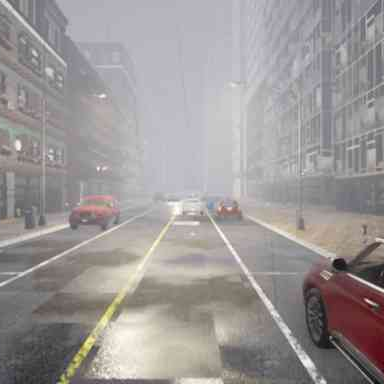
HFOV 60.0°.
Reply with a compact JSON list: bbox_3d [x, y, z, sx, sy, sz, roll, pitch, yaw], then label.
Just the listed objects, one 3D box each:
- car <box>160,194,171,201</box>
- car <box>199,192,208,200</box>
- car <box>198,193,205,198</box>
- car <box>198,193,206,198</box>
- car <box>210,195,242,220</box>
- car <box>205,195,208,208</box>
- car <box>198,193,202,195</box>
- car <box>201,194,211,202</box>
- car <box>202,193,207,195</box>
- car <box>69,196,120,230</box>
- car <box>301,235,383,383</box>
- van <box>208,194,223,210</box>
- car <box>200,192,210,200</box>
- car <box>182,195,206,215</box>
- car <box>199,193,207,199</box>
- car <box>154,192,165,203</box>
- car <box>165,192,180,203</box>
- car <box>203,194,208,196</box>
[{"bbox_3d":[-5.700,1.060,70.968,1.947,1.339,4.313,1,0,0],"label":"car"},{"bbox_3d":[2.681,0.892,76.618,1.967,1.590,4.097,1,0,0],"label":"car"},{"bbox_3d":[2.673,0.908,93.572,1.802,1.307,4.206,1,0,0],"label":"car"},{"bbox_3d":[2.676,0.919,87.921,2.008,1.369,4.403,1,0,0],"label":"car"},{"bbox_3d":[2.696,1.260,25.758,1.967,1.590,4.097,1,0,0],"label":"car"},{"bbox_3d":[2.690,1.306,37.062,1.947,1.339,4.313,1,0,0],"label":"car"},{"bbox_3d":[-0.013,1.132,52.670,2.163,1.488,4.792,0,0,0],"label":"car"},{"bbox_3d":[2.683,1.080,65.317,1.887,1.381,4.507,1,0,0],"label":"car"},{"bbox_3d":[2.684,1.143,59.666,1.947,1.339,4.313,1,0,0],"label":"car"},{"bbox_3d":[-5.681,1.175,20.106,2.192,1.841,5.009,1,0,0],"label":"car"},{"bbox_3d":[2.705,1.293,3.153,2.192,1.841,5.009,1,0,0],"label":"car"},{"bbox_3d":[2.696,1.121,31.409,1.690,1.788,3.998,1,0,0],"label":"van"},{"bbox_3d":[2.682,0.934,70.968,1.967,1.590,4.097,1,0,0],"label":"car"},{"bbox_3d":[0.065,1.307,31.204,1.812,1.442,4.674,0,1,0],"label":"car"},{"bbox_3d":[2.677,0.961,82.270,2.008,1.369,4.403,1,0,0],"label":"car"},{"bbox_3d":[-5.692,0.892,59.664,2.192,1.841,5.009,1,0,0],"label":"car"},{"bbox_3d":[-3.071,1.160,56.969,1.994,1.385,4.181,0,0,0],"label":"car"},{"bbox_3d":[2.689,1.266,42.713,1.947,1.339,4.313,1,0,0],"label":"car"}]
